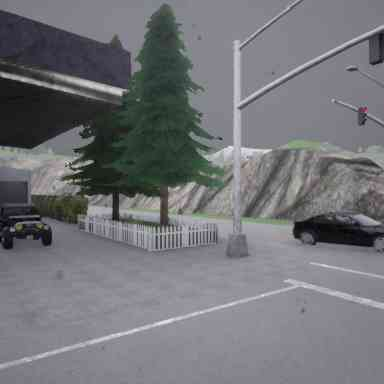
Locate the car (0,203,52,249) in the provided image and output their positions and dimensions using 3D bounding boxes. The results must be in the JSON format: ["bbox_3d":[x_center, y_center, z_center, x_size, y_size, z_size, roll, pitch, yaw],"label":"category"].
[{"bbox_3d":[-8.053,1.505,15.798,1.905,1.878,3.866,0,0,-37],"label":"car"}]

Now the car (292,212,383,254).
[{"bbox_3d":[6.854,1.634,14.527,1.882,1.535,5.008,0,-1,-42],"label":"car"}]
